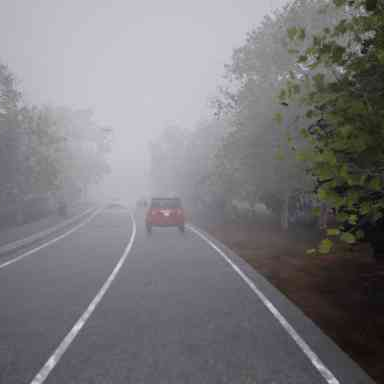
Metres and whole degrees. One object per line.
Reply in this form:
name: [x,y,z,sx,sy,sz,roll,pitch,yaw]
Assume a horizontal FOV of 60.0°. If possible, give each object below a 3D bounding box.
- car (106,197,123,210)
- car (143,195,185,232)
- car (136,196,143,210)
car: [-9.841,1.404,42.297,1.882,1.535,5.008,1,0,-12]
car: [-1.728,1.205,20.264,2.150,2.045,5.566,1,1,-8]
car: [-5.934,1.335,41.621,2.097,1.767,4.553,1,0,-12]
